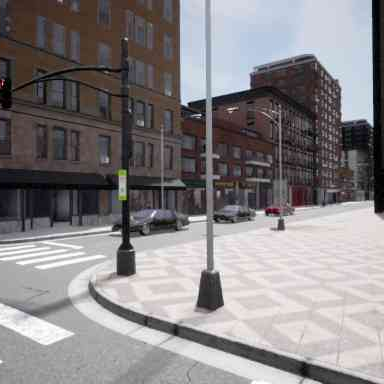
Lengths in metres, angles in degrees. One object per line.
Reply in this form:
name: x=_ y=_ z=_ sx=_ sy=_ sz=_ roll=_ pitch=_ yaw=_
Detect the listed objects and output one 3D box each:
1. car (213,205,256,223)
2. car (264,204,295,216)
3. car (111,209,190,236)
car: x=3.642 y=1.793 z=28.191 sx=2.033 sy=1.411 sz=5.357 roll=-1 pitch=-1 yaw=35
car: x=9.653 y=1.929 z=36.522 sx=1.895 sy=1.301 sz=4.718 roll=-1 pitch=-1 yaw=36
car: x=-2.260 y=1.708 z=19.981 sx=2.033 sy=1.411 sz=5.357 roll=-1 pitch=-1 yaw=36
